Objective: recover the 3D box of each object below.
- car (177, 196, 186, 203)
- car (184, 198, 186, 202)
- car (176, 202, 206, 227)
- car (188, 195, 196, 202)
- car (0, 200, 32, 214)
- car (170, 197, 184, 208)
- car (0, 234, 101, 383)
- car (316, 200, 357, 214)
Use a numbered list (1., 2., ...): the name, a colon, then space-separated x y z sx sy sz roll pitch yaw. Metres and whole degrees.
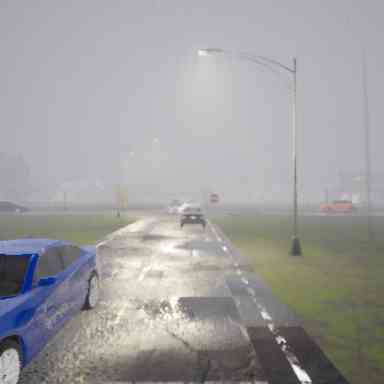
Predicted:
1. car: -2.815 2.017 88.820 2.097 1.767 4.553 0 0 0
2. car: -2.805 2.094 74.226 2.128 1.511 4.902 0 0 0
3. car: 0.070 1.741 24.329 2.033 1.411 5.357 0 0 0
4. car: -0.063 2.184 85.971 2.033 1.411 5.357 0 0 0
5. car: -21.225 1.752 38.691 4.892 1.490 1.837 0 0 0
6. car: -2.832 1.964 59.124 1.837 1.490 4.892 0 -1 0
7. car: -2.853 1.520 5.070 1.882 1.535 5.008 0 0 0
8. car: 17.849 1.737 41.370 4.553 1.767 2.097 0 0 0
